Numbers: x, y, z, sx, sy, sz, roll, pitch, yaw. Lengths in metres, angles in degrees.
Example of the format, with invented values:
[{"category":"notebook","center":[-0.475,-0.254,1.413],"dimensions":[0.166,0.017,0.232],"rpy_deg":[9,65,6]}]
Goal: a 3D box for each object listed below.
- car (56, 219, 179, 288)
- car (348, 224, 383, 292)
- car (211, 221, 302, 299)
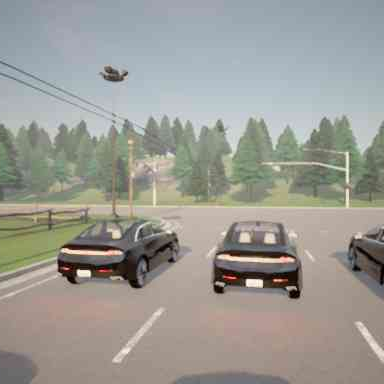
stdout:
[{"category":"car","center":[-1.728,1.490,9.323],"dimensions":[2.128,1.511,4.902],"rpy_deg":[0,0,13]},{"category":"car","center":[5.118,1.490,7.856],"dimensions":[2.128,1.511,4.902],"rpy_deg":[0,0,13]},{"category":"car","center":[1.694,1.490,8.582],"dimensions":[2.128,1.511,4.902],"rpy_deg":[0,0,13]}]
